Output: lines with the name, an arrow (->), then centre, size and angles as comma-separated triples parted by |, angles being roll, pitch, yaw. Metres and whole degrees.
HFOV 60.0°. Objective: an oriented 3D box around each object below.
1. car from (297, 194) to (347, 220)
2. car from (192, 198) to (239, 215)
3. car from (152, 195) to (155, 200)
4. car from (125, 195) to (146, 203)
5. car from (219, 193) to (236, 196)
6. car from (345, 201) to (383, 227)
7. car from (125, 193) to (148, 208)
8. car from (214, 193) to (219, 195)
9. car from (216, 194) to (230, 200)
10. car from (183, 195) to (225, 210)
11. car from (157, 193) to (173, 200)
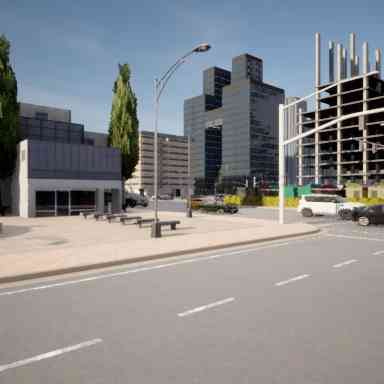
car -> 11.633, 1.221, 27.909 | 2.150, 2.045, 5.566 | 0, 0, -41
car -> 2.507, 1.601, 33.505 | 1.895, 1.301, 4.718 | 0, 0, -38
car -> -8.247, 1.153, 87.357 | 4.605, 1.855, 1.932 | 0, 0, -40
car -> -11.761, 1.491, 68.917 | 2.128, 1.511, 4.902 | 0, 0, -38
car -> 7.960, 1.395, 67.782 | 3.806, 1.475, 1.970 | 0, 0, -40
car -> 12.549, 1.505, 20.749 | 1.837, 1.490, 4.892 | 0, 0, -38
car -> -8.351, 1.223, 47.326 | 2.150, 2.045, 5.566 | 0, 0, -38
car -> 6.119, 1.156, 70.017 | 3.866, 1.878, 1.905 | 0, 0, -40
car -> 8.729, 1.395, 94.167 | 3.806, 1.475, 1.970 | 0, 0, -40
car -> 1.423, 1.477, 40.538 | 1.882, 1.535, 5.008 | 0, 0, -38
car -> -6.441, 1.156, 85.095 | 3.866, 1.878, 1.905 | 0, 0, -40
